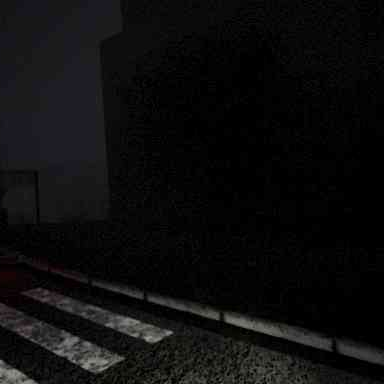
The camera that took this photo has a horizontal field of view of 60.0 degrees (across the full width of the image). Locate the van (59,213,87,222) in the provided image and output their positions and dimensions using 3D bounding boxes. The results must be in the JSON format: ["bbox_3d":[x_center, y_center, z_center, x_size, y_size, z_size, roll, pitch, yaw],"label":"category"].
[{"bbox_3d":[-20.288,4.562,55.585,4.442,1.987,1.878,-6,-7,25],"label":"van"}]

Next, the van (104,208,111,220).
[{"bbox_3d":[-10.027,3.159,48.037,4.442,1.987,1.878,-6,-7,25],"label":"van"}]

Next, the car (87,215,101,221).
[{"bbox_3d":[-18.990,4.984,58.015,5.008,1.535,2.097,-6,-7,25],"label":"car"}]

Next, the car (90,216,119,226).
[{"bbox_3d":[-16.713,5.470,63.229,5.366,1.575,1.946,-6,-7,25],"label":"car"}]

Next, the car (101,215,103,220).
[{"bbox_3d":[-17.771,5.084,60.526,4.553,1.767,2.185,-6,-7,25],"label":"car"}]
